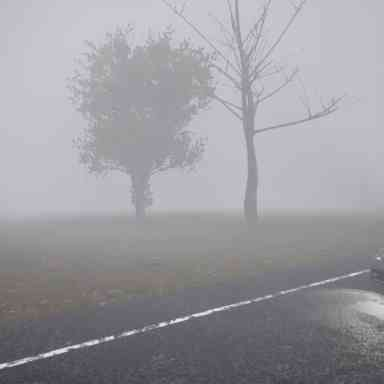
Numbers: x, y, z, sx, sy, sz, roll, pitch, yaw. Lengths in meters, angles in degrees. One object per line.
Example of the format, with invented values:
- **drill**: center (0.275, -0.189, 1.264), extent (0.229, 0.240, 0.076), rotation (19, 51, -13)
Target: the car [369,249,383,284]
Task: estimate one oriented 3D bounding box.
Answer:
- **car**: center (6.211, 1.564, 8.148), extent (4.181, 1.385, 1.994), rotation (0, 0, -35)
